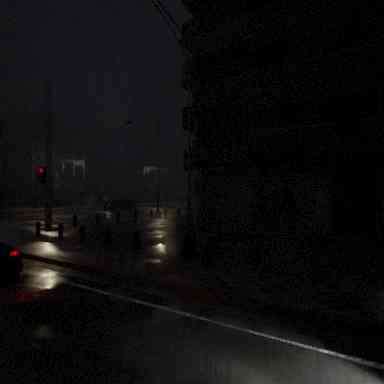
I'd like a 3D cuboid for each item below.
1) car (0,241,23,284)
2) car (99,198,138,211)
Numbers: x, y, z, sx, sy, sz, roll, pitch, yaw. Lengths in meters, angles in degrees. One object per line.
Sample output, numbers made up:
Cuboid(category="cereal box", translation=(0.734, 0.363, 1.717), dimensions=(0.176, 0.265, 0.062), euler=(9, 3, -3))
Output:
Cuboid(category="car", translation=(-6.097, 1.558, 8.319), dimensions=(4.181, 1.385, 1.994), euler=(0, 0, 36))
Cuboid(category="car", translation=(-8.498, 1.430, 38.751), dimensions=(1.837, 1.490, 4.892), euler=(0, 0, 36))
